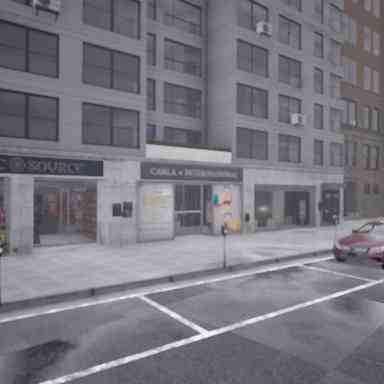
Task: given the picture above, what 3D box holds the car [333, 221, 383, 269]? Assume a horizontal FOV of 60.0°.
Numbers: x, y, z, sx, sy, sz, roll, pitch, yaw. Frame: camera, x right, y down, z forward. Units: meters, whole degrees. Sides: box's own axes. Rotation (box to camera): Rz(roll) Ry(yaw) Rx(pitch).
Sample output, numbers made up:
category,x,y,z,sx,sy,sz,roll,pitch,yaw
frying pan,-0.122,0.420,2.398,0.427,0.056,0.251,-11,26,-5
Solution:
category,x,y,z,sx,sy,sz,roll,pitch,yaw
car,6.468,1.637,11.125,4.206,1.307,1.802,0,0,-35
